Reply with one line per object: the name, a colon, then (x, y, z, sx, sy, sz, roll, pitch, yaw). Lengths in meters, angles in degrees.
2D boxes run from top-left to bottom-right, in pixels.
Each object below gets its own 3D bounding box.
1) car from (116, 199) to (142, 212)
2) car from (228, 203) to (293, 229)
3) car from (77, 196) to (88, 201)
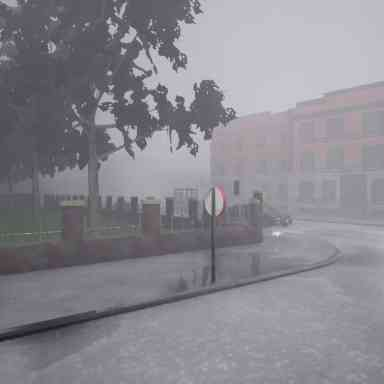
car: (-7.139, 1.526, 38.035, 1.812, 1.442, 4.674, 0, 0, -35)
car: (4.335, 1.504, 21.961, 1.837, 1.490, 4.892, 0, 0, -35)
car: (-16.641, 1.290, 51.484, 2.097, 1.767, 4.553, 0, 0, -36)
